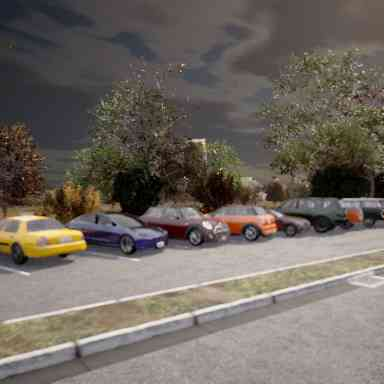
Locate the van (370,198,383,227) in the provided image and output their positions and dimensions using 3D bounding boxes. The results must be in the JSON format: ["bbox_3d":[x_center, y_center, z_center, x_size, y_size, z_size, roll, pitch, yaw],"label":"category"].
[{"bbox_3d":[11.762,1.467,24.390,4.442,1.987,1.878,-1,-1,34],"label":"van"}]

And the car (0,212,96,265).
[{"bbox_3d":[-6.084,1.518,11.903,5.366,1.575,1.946,-1,-1,34],"label":"car"}]

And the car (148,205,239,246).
[{"bbox_3d":[-0.441,1.449,15.781,4.553,1.767,2.185,-1,-1,34],"label":"car"}]

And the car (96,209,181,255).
[{"bbox_3d":[-3.146,1.576,13.769,4.792,1.488,2.163,-1,-1,34],"label":"car"}]

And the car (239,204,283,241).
[{"bbox_3d":[2.023,1.472,17.476,4.553,1.767,2.185,-1,-1,34],"label":"car"}]

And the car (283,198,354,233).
[{"bbox_3d":[6.807,1.395,20.990,5.566,2.045,2.435,-1,-1,34],"label":"car"}]

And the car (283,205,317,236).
[{"bbox_3d":[4.417,1.662,19.236,4.674,1.452,2.002,-1,-1,34],"label":"car"}]

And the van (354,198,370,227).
[{"bbox_3d":[9.347,1.443,22.649,4.442,1.987,1.878,-1,-1,34],"label":"van"}]
